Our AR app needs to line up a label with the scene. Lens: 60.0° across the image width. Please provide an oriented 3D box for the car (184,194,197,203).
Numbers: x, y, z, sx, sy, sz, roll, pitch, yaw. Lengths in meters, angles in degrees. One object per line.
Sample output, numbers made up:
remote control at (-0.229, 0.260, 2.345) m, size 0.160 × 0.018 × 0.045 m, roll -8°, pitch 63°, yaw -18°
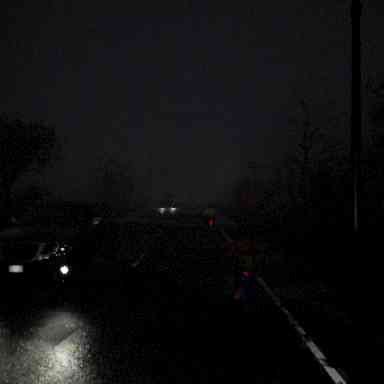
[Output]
car at (-0.026, 1.585, 67.379) m, size 2.033 × 1.411 × 5.357 m, roll 0°, pitch 0°, yaw 0°

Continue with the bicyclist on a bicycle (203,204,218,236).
bicyclist on a bicycle at (0.981, 1.434, 17.382) m, size 0.866 × 1.612 × 1.509 m, roll 0°, pitch 0°, yaw 0°

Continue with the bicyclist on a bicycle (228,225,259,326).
bicyclist on a bicycle at (0.959, 1.451, 6.126) m, size 0.582 × 1.620 × 1.656 m, roll 0°, pitch 0°, yaw 0°

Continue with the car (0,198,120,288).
car at (-3.604, 1.219, 9.574) m, size 2.150 × 2.045 × 5.566 m, roll 0°, pitch 0°, yaw 0°

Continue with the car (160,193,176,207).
car at (-3.606, 1.238, 50.994) m, size 2.150 × 2.045 × 5.566 m, roll 0°, pitch 0°, yaw 0°
